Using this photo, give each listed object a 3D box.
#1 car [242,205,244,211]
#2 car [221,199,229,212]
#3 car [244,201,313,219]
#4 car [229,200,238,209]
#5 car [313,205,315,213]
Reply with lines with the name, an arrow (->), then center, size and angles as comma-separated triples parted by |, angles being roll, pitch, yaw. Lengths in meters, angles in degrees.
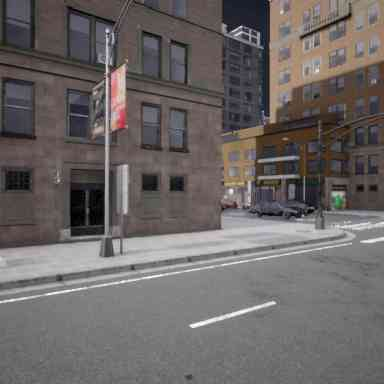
car -> 7.293, 1.604, 34.278 | 1.895, 1.301, 4.718 | 0, 0, -34
car -> 1.631, 1.592, 37.366 | 1.895, 1.301, 4.718 | 0, 0, -35
car -> 7.413, 1.541, 29.157 | 2.033, 1.411, 5.357 | 0, 0, -37
car -> 4.168, 1.594, 43.286 | 1.802, 1.307, 4.206 | 0, 0, -35
car -> 10.530, 1.580, 34.284 | 1.947, 1.339, 4.313 | 0, 0, -35
